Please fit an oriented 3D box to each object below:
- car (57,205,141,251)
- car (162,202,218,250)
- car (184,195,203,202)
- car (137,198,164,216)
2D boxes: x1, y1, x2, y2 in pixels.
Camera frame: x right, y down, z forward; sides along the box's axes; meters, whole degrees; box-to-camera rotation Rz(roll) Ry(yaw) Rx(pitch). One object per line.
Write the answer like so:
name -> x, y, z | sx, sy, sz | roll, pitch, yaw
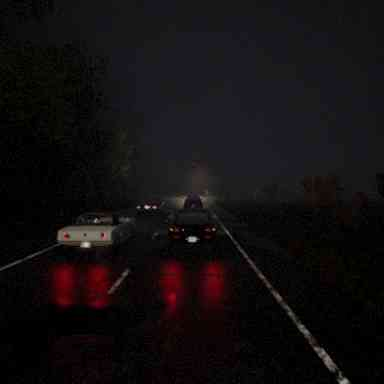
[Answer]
car -> -3.466, 1.418, 13.124 | 1.895, 1.301, 4.718 | 0, 1, 1
car -> 0.035, 1.341, 13.186 | 1.812, 1.442, 4.674 | 0, 1, 1
car -> 0.119, 1.047, 33.947 | 1.812, 1.442, 4.674 | 0, 1, 0
car -> -3.416, 1.160, 27.624 | 2.033, 1.411, 5.357 | 0, 1, 0
